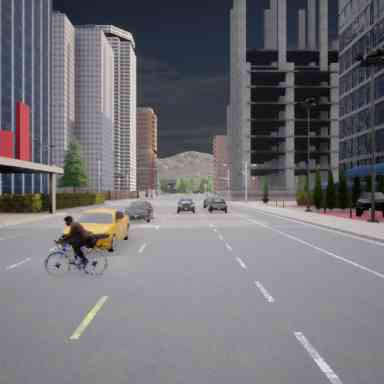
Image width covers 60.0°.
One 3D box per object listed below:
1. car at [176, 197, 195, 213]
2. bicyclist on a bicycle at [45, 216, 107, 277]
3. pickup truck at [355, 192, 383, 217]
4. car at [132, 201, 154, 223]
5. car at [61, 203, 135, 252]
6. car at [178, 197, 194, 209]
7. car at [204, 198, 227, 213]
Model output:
[{"bbox_3d":[-0.634,1.526,36.084,1.812,1.442,4.674,0,0,-1],"label":"car"},{"bbox_3d":[-3.094,1.455,8.840,1.656,1.620,0.582,-2,0,-1],"label":"bicyclist on a bicycle"},{"bbox_3d":[16.030,1.059,29.562,2.390,2.098,6.274,0,0,29],"label":"pickup truck"},{"bbox_3d":[-4.015,1.506,25.825,1.837,1.490,4.892,0,0,-1],"label":"car"},{"bbox_3d":[-3.860,1.478,14.030,1.882,1.535,5.008,0,1,-1],"label":"car"},{"bbox_3d":[-0.859,1.491,46.024,2.128,1.511,4.902,0,0,-1],"label":"car"},{"bbox_3d":[2.811,1.491,37.185,2.128,1.511,4.902,0,0,-1],"label":"car"}]
